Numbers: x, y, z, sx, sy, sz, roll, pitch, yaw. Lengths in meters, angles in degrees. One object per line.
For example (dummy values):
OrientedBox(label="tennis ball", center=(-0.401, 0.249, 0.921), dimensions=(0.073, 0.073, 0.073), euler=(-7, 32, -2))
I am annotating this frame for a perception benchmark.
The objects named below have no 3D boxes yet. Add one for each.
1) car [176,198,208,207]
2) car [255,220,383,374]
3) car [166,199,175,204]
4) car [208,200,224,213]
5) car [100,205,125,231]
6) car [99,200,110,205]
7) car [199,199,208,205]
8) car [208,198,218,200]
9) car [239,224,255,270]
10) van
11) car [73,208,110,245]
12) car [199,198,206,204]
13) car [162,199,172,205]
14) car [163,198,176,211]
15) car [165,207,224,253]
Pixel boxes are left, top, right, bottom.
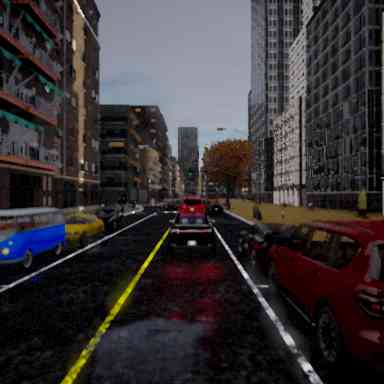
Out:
OrientedBox(label="car", center=(0.006, 1.500, 29.028), dimensions=(2.150, 2.045, 5.566), euler=(0, 0, 0))
OrientedBox(label="car", center=(2.694, 1.369, 5.663), dimensions=(2.192, 1.841, 5.009), euler=(0, -1, 0))
OrientedBox(label="car", center=(-5.678, 2.461, 87.771), dimensions=(2.008, 1.369, 4.403), euler=(0, -1, 0))
OrientedBox(label="car", center=(2.697, 1.950, 38.796), dimensions=(1.947, 1.339, 4.313), euler=(0, -1, 0))
OrientedBox(label="car", center=(-5.686, 1.781, 22.230), dimensions=(1.947, 1.339, 4.313), euler=(0, -1, 0))
OrientedBox(label="car", center=(-16.418, 1.916, 57.305), dimensions=(4.403, 1.369, 2.008), euler=(1, -1, -1))
OrientedBox(label="car", center=(2.701, 2.331, 76.705), dimensions=(1.887, 1.381, 4.507), euler=(0, -1, 0))
OrientedBox(label="car", center=(2.698, 1.756, 44.321), dimensions=(2.192, 1.841, 5.009), euler=(0, -1, 0))
OrientedBox(label="car", center=(2.694, 1.673, 11.182), dimensions=(1.947, 1.339, 4.313), euler=(0, -1, 0))
OrientedBox(label="van", center=(-5.686, 1.448, 11.186), dimensions=(1.690, 1.788, 3.998), euler=(0, -1, 0))
OrientedBox(label="car", center=(-5.686, 1.684, 16.537), dimensions=(1.752, 1.417, 4.829), euler=(0, -1, 0))
OrientedBox(label="car", center=(2.702, 2.437, 87.940), dimensions=(1.752, 1.417, 4.829), euler=(0, -1, 0))
OrientedBox(label="car", center=(-5.679, 2.337, 76.706), dimensions=(2.008, 1.369, 4.403), euler=(0, -1, 0))
OrientedBox(label="car", center=(-2.997, 2.059, 49.417), dimensions=(1.994, 1.385, 4.181), euler=(0, -1, 0))
OrientedBox(label="car", center=(0.006, 1.630, 14.297), dimensions=(2.128, 1.511, 4.902), euler=(0, 0, 0))
